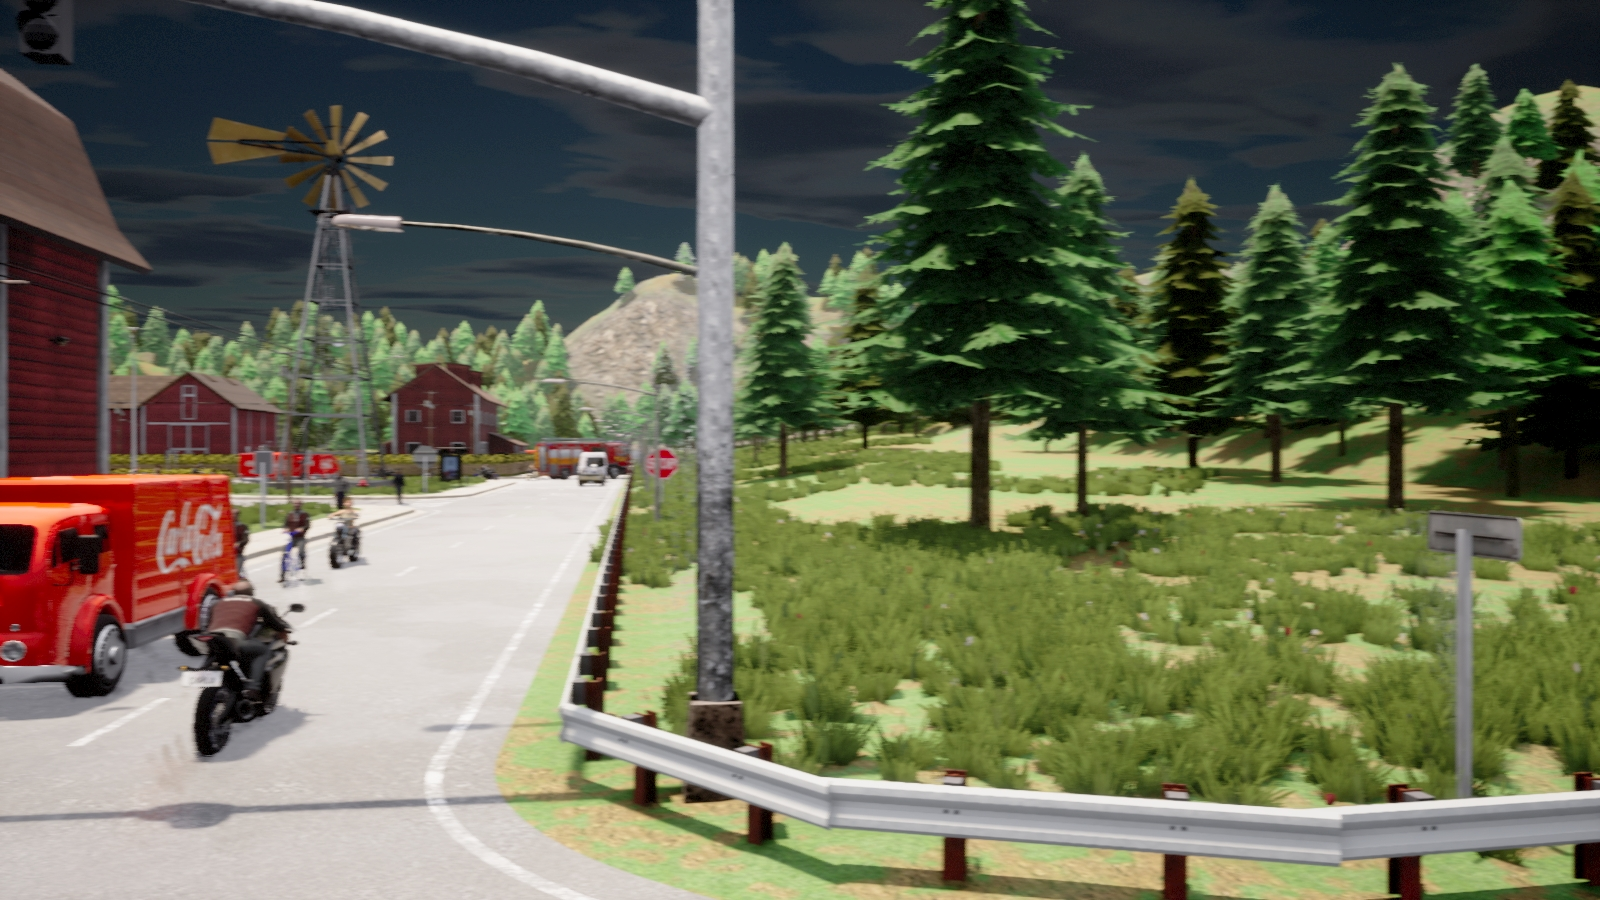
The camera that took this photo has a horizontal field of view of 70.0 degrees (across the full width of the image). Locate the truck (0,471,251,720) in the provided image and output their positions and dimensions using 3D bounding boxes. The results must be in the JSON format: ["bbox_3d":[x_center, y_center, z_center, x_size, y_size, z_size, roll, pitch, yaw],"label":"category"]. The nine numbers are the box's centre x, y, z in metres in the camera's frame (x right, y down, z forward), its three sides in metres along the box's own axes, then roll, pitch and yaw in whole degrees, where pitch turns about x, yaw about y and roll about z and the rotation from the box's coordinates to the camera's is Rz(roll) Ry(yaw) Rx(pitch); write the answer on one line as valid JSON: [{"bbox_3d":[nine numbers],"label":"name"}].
[{"bbox_3d":[-9.117,1.547,14.292,2.627,2.467,5.204,0,0,-8],"label":"truck"}]

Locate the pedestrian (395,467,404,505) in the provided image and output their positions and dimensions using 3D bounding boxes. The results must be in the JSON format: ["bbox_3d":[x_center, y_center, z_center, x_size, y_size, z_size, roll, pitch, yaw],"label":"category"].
[{"bbox_3d":[-19.870,1.786,56.695,0.375,1.860,0.375,0,0,-13],"label":"pedestrian"}]

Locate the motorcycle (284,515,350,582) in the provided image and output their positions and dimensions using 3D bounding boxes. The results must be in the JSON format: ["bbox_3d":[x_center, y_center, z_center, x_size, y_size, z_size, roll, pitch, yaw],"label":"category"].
[{"bbox_3d":[-10.665,2.140,25.316,0.764,1.277,2.356,0,0,-8],"label":"motorcycle"}]

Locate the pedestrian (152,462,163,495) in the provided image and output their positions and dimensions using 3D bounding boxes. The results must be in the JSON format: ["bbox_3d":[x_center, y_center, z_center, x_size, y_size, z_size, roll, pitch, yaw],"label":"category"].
[{"bbox_3d":[-36.698,1.607,65.228,0.375,1.860,0.375,0,0,12],"label":"pedestrian"}]

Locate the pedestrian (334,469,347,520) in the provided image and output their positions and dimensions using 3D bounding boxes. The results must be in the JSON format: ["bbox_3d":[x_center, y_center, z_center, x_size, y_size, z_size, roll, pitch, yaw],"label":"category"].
[{"bbox_3d":[-17.069,1.648,42.424,0.375,1.860,0.375,0,0,-9],"label":"pedestrian"}]
